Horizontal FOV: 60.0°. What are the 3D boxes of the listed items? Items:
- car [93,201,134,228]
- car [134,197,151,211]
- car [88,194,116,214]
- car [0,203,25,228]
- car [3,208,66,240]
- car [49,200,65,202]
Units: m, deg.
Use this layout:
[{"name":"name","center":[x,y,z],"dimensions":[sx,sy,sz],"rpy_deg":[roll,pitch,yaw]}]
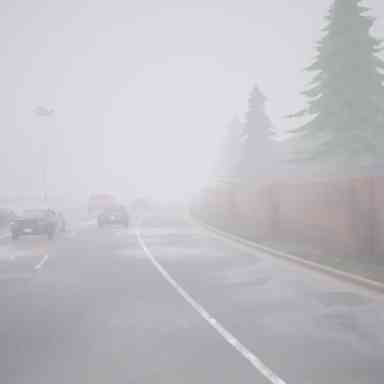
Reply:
[{"name":"car","center":[-5.173,1.551,22.534],"dimensions":[1.994,1.385,4.181],"rpy_deg":[-1,0,-8]},{"name":"car","center":[-6.129,1.437,40.719],"dimensions":[1.837,1.490,4.892],"rpy_deg":[-1,0,-1]},{"name":"car","center":[-9.578,1.220,36.016],"dimensions":[2.150,2.045,5.566],"rpy_deg":[-1,0,-2]},{"name":"car","center":[-11.802,1.584,19.518],"dimensions":[2.128,1.511,4.902],"rpy_deg":[-1,0,-9]},{"name":"car","center":[-7.892,1.571,17.356],"dimensions":[1.812,1.442,4.674],"rpy_deg":[-1,0,-11]},{"name":"car","center":[-23.954,1.717,58.525],"dimensions":[1.895,1.301,4.718],"rpy_deg":[-1,0,0]}]
